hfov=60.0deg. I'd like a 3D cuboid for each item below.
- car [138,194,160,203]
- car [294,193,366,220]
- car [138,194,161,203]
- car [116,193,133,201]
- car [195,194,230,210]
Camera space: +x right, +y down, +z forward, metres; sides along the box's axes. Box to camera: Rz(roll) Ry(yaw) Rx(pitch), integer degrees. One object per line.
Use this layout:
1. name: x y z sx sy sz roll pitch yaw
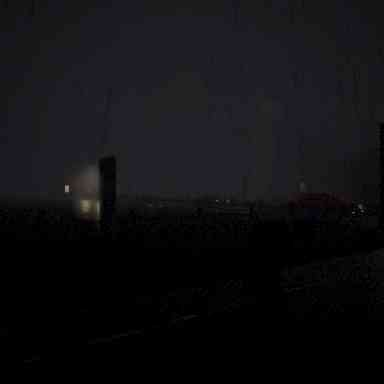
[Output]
1. car: -7.590 1.025 58.025 1.812 1.442 4.674 -1 1 -35
2. car: 11.127 1.084 27.238 2.150 2.045 5.566 -1 1 -39
3. car: -6.686 1.077 51.833 1.837 1.490 4.892 -1 2 -36
4. car: -13.416 0.878 66.083 1.882 1.535 5.008 -1 1 -36
5. car: 2.389 1.079 39.137 2.097 1.767 4.553 -1 1 -36
